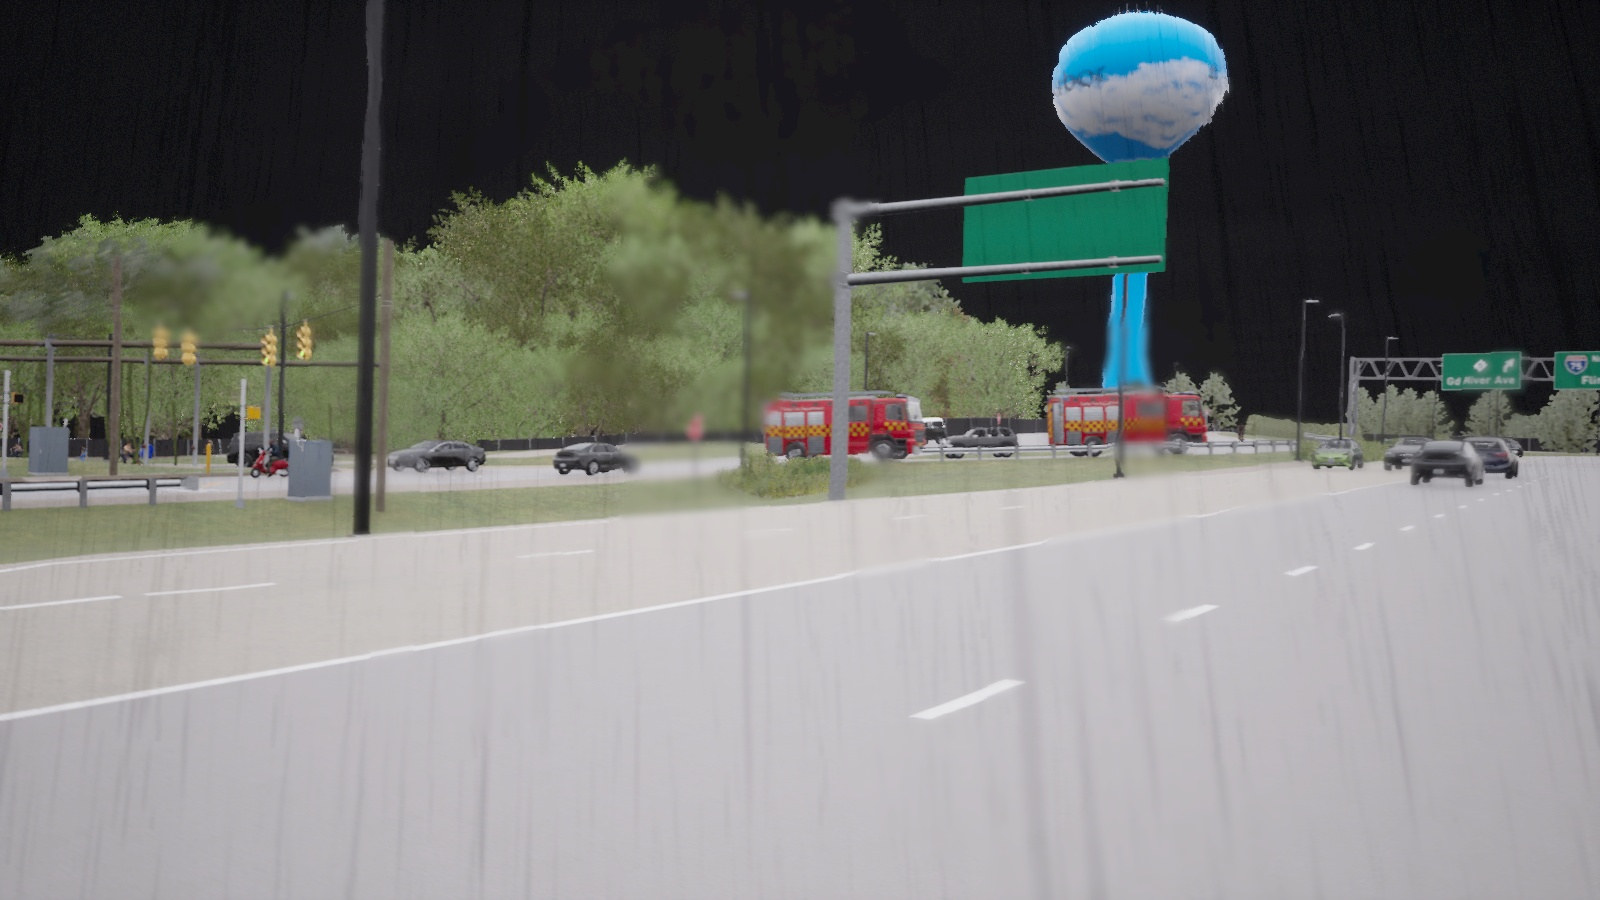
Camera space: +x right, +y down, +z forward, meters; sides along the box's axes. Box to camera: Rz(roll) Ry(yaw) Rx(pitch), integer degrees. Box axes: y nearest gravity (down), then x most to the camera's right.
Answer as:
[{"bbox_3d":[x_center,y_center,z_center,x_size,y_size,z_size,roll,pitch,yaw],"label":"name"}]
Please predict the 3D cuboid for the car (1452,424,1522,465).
[{"bbox_3d":[29.381,-0.267,53.617,2.242,1.667,4.611,0,1,33],"label":"car"}]

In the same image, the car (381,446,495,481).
[{"bbox_3d":[-17.042,0.593,59.280,2.128,1.511,4.902,0,1,36],"label":"car"}]

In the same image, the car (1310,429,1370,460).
[{"bbox_3d":[27.024,-0.299,62.760,2.007,1.525,4.514,0,1,33],"label":"car"}]

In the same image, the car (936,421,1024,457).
[{"bbox_3d":[10.422,-0.605,72.748,4.605,1.855,1.932,-3,0,-7],"label":"car"}]

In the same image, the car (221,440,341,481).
[{"bbox_3d":[-27.699,0.580,67.092,5.566,2.045,2.150,-1,-1,8],"label":"car"}]

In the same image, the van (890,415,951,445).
[{"bbox_3d":[9.133,-1.521,95.087,4.480,2.038,2.069,-5,4,-42],"label":"van"}]

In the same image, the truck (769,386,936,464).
[{"bbox_3d":[2.847,-1.293,68.493,8.468,3.827,2.891,-2,0,20],"label":"truck"}]

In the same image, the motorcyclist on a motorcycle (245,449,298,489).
[{"bbox_3d":[-21.842,0.772,51.950,0.866,1.590,1.817,0,1,33],"label":"motorcyclist on a motorcycle"}]

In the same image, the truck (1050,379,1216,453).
[{"bbox_3d":[18.664,-1.901,70.589,8.468,3.827,2.891,-2,1,-8],"label":"truck"}]

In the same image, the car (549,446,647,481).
[{"bbox_3d":[-9.372,0.594,58.684,1.837,1.490,4.892,0,1,31],"label":"car"}]

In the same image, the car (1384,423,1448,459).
[{"bbox_3d":[29.739,-0.438,60.517,2.152,1.651,5.027,0,1,33],"label":"car"}]

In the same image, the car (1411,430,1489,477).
[{"bbox_3d":[22.012,0.074,42.441,1.837,1.490,4.892,0,1,33],"label":"car"}]
